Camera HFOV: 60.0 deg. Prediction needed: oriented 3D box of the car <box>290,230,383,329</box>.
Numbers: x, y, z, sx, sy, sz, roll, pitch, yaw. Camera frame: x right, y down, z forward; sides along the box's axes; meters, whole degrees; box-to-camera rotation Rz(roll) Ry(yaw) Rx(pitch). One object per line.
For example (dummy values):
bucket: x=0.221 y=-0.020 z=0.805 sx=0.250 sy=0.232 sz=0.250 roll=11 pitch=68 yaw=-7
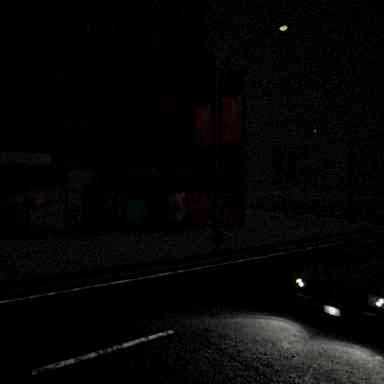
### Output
car: x=4.401 y=1.545 z=7.024 sx=5.357 sy=1.411 sz=2.033 roll=0 pitch=0 yaw=-37
